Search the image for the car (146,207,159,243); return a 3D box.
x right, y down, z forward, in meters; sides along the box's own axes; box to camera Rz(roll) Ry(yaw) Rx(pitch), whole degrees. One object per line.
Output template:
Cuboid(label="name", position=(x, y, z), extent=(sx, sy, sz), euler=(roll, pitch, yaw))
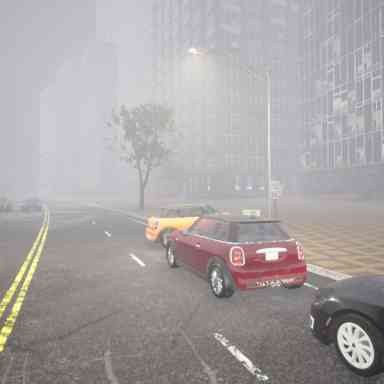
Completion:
Cuboid(label="car", position=(0.323, 1.276, 14.509), extent=(4.553, 1.767, 2.097), euler=(-3, 1, -18))

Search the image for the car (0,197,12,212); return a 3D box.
Cuboid(label="car", position=(-21.900, 1.390, 38.041), extent=(2.097, 1.767, 4.553), euler=(0, 0, -24))

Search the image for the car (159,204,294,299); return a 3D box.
Cuboid(label="car", position=(0.856, 1.355, 8.879), extent=(2.097, 1.767, 4.553), euler=(0, 0, -22))

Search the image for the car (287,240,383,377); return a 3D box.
Cuboid(label="car", position=(3.605, 1.505, 3.415), extent=(1.837, 1.490, 4.892), euler=(0, 0, -36))

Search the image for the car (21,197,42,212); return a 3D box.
Cuboid(label="car", position=(-18.934, 1.393, 39.370), extent=(2.097, 1.767, 4.553), euler=(0, 0, -24))
